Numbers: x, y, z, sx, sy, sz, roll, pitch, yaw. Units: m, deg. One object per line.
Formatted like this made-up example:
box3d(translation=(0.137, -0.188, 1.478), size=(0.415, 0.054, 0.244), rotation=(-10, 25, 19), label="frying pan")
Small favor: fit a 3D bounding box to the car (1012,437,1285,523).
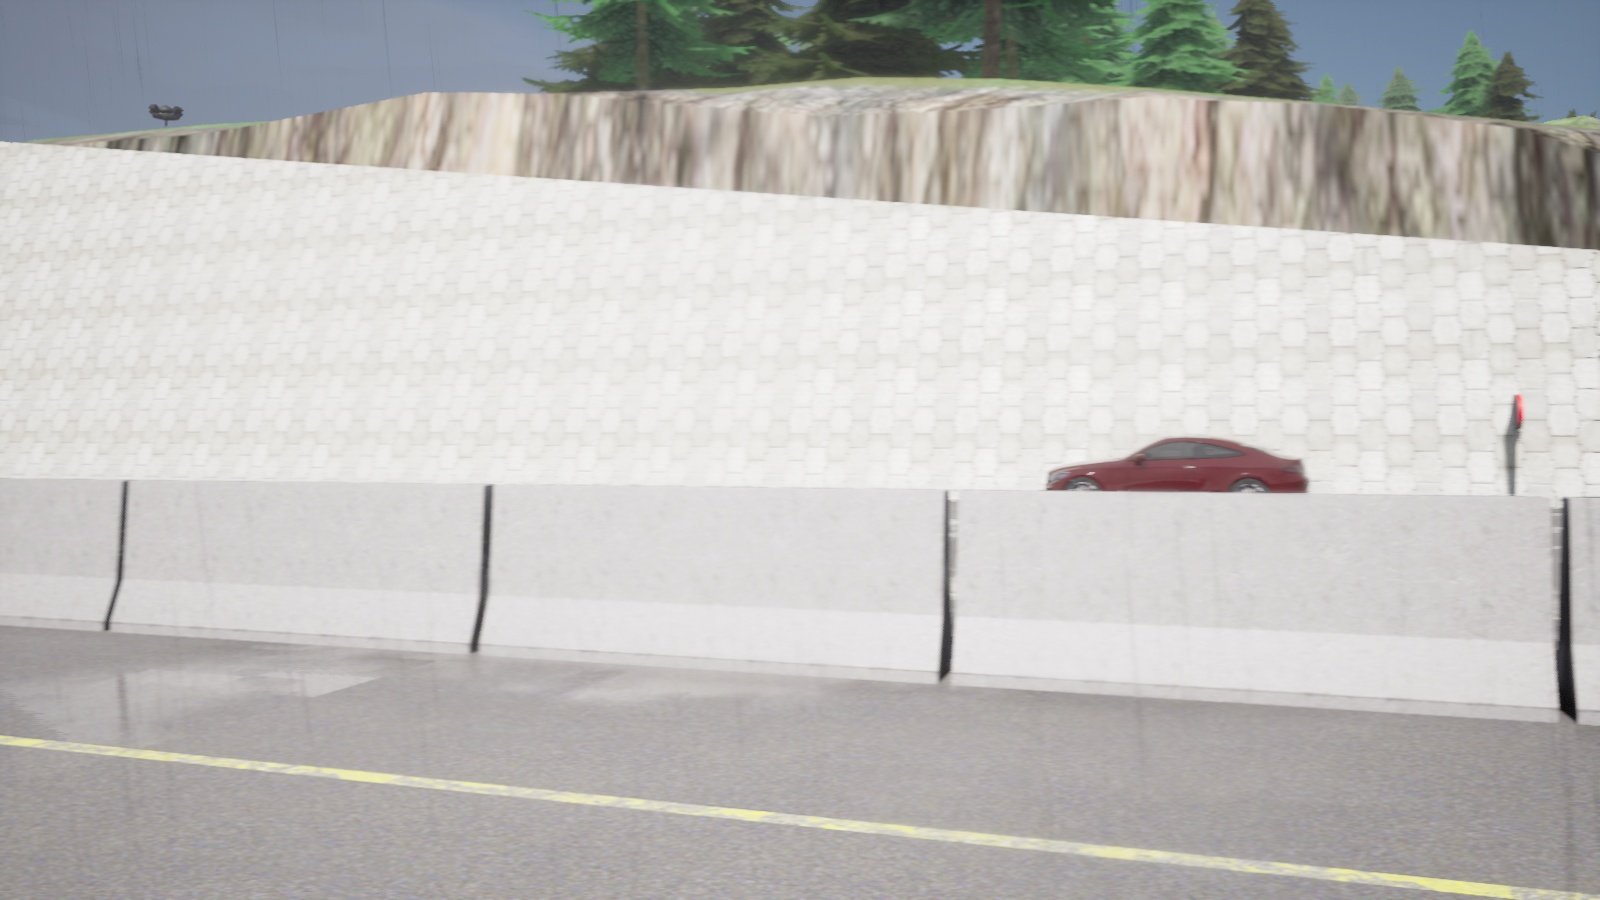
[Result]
box3d(translation=(6.405, 0.505, 23.193), size=(4.674, 1.442, 1.812), rotation=(1, 1, 19), label="car")
